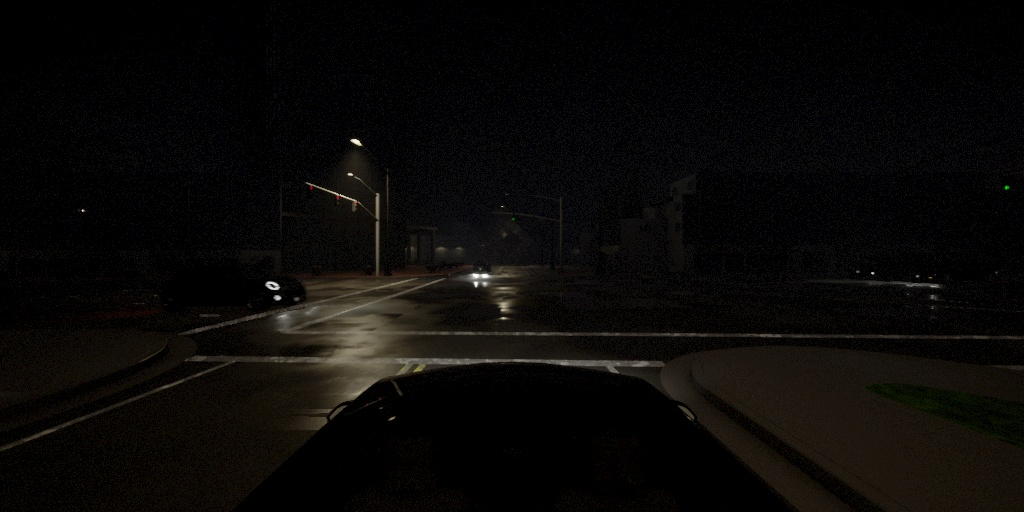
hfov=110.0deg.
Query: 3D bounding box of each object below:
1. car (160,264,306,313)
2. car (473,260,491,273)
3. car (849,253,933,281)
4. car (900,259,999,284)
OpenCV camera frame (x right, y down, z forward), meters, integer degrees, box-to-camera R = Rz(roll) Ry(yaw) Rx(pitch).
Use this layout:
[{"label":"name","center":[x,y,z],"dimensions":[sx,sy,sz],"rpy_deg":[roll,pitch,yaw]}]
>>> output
[{"label":"car","center":[-10.496,1.097,13.740],"dimensions":[4.553,1.767,2.097],"rpy_deg":[-1,0,1]},{"label":"car","center":[-3.562,1.240,43.087],"dimensions":[2.128,1.511,4.902],"rpy_deg":[0,0,0]},{"label":"car","center":[30.146,0.846,28.412],"dimensions":[5.566,2.045,2.150],"rpy_deg":[-1,0,0]},{"label":"car","center":[30.586,1.121,24.916],"dimensions":[4.892,1.490,1.837],"rpy_deg":[-1,0,0]}]
